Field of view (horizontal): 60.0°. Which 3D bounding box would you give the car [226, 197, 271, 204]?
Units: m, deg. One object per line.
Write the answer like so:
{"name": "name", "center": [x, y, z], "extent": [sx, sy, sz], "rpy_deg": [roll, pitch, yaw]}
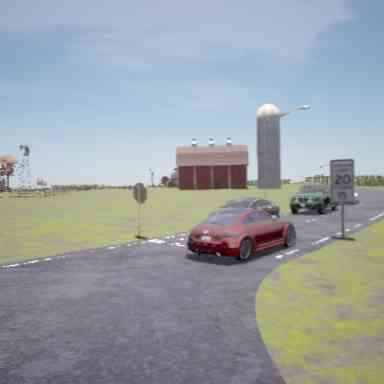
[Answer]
{"name": "car", "center": [2.644, 1.037, 16.495], "extent": [1.837, 1.490, 4.892], "rpy_deg": [-1, 1, 40]}

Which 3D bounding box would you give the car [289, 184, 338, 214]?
{"name": "car", "center": [9.024, 0.431, 24.349], "extent": [2.150, 2.045, 5.566], "rpy_deg": [-1, 1, 37]}

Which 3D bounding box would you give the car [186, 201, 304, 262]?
{"name": "car", "center": [1.739, 1.225, 10.935], "extent": [1.994, 1.385, 4.181], "rpy_deg": [0, 1, 42]}

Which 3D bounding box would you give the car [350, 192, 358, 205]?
{"name": "car", "center": [15.075, 0.406, 32.670], "extent": [1.812, 1.442, 4.674], "rpy_deg": [-1, 1, 35]}
